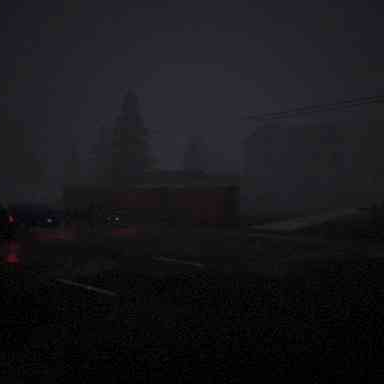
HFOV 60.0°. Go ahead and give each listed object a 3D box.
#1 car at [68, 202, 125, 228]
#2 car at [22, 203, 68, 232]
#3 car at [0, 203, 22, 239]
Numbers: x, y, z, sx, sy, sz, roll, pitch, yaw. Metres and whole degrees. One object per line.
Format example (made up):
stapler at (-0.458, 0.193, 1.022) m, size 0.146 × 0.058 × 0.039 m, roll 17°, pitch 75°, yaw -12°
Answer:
car at (-6.492, 1.414, 21.519) m, size 4.902 × 1.511 × 2.128 m, roll 0°, pitch 0°, yaw 36°
car at (-9.793, 1.394, 19.574) m, size 5.008 × 1.535 × 1.882 m, roll 0°, pitch 0°, yaw 36°
car at (-10.340, 1.276, 15.664) m, size 4.553 × 1.767 × 2.097 m, roll 0°, pitch 0°, yaw 36°
